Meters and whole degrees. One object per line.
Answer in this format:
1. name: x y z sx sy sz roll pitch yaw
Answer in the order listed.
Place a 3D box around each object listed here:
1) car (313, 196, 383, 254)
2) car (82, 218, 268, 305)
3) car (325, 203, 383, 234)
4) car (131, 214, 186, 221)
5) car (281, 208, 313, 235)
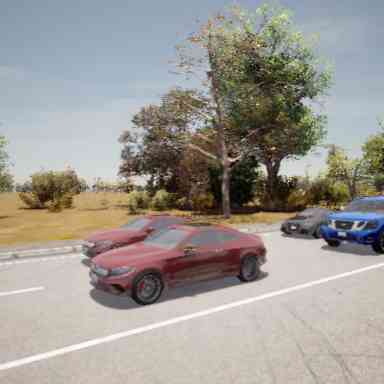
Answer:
1. car: 7.772 1.202 13.890 5.566 2.045 2.150 0 0 -36
2. car: -0.116 1.523 8.217 4.674 1.442 1.812 0 0 -36
3. car: 10.414 1.481 20.132 4.902 1.511 2.128 0 0 -37
4. car: -1.390 1.523 11.612 4.674 1.442 1.812 0 0 -36
5. car: 6.552 1.546 17.322 4.181 1.385 1.994 0 0 -36
